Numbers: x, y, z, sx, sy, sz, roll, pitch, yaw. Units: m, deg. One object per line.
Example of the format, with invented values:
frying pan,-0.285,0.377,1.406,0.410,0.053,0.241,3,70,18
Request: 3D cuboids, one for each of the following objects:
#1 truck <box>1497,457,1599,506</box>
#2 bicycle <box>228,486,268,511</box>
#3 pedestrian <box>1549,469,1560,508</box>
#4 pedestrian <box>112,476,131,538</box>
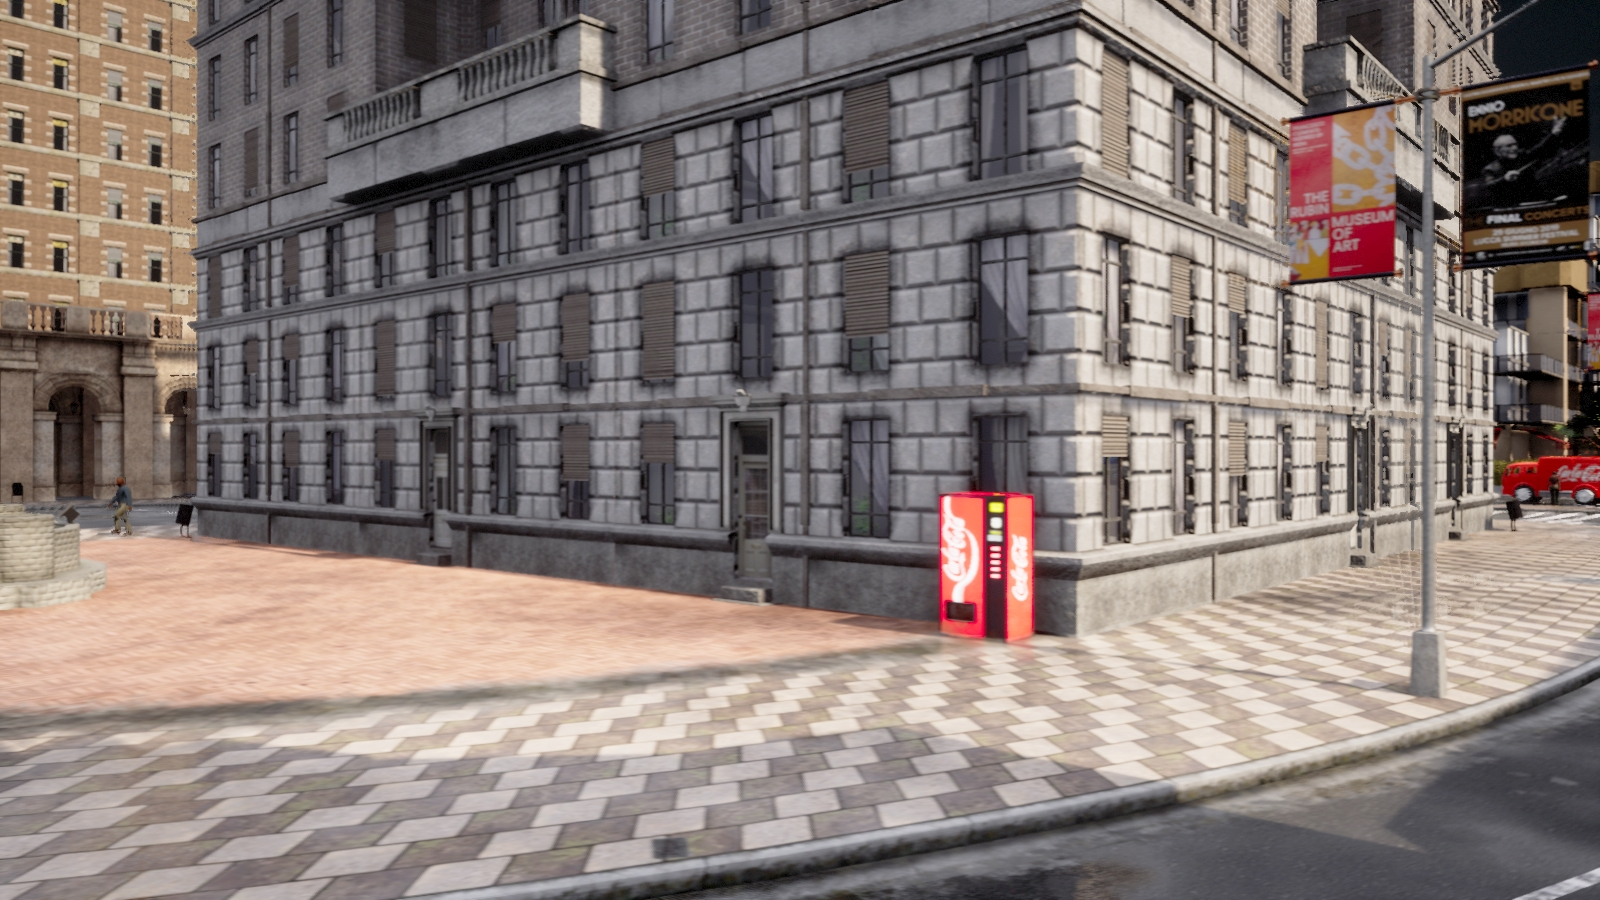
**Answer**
truck,39.328,1.585,59.009,5.204,2.467,2.627,0,0,43
bicycle,-26.111,2.287,54.029,0.859,1.080,1.487,0,0,41
pedestrian,36.337,1.869,55.012,0.375,1.860,0.375,0,0,44
pedestrian,-20.652,1.717,34.796,0.375,1.860,0.375,0,0,36
